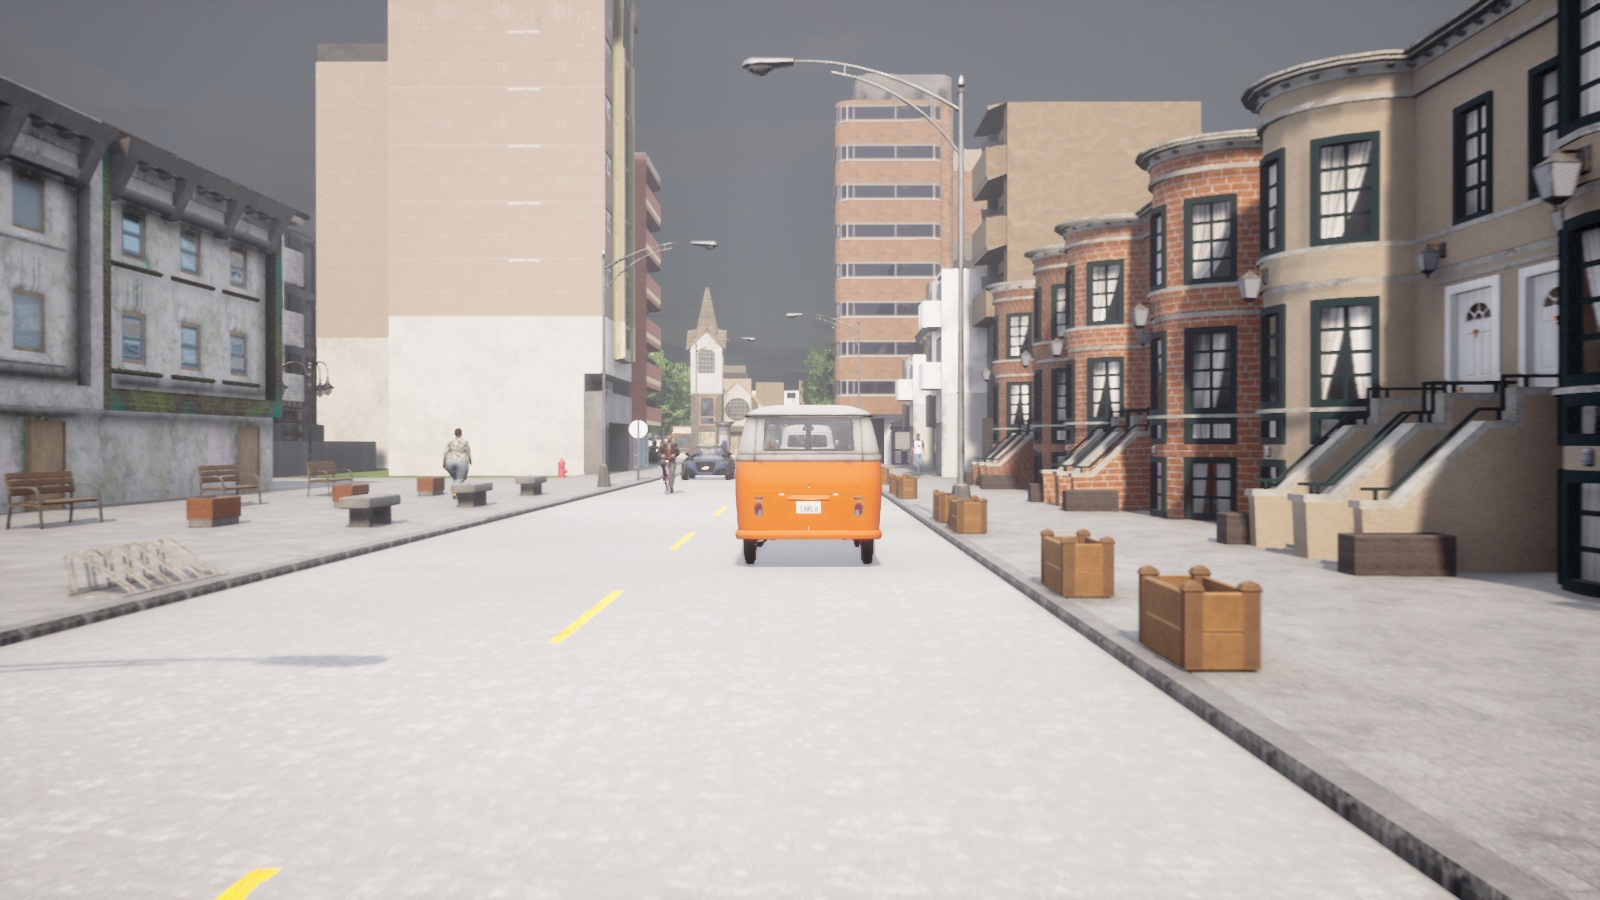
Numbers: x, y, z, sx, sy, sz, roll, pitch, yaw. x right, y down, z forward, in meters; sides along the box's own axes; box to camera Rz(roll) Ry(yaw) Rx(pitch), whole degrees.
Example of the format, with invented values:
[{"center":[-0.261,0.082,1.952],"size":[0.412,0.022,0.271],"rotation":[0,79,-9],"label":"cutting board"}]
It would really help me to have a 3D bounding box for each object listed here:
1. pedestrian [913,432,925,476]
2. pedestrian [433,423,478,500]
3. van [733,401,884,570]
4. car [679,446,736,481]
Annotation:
[{"center":[4.936,0.165,52.146],"size":[0.354,1.836,0.706],"rotation":[0,0,-7],"label":"pedestrian"},{"center":[-8.466,0.275,30.925],"size":[0.874,1.855,0.900],"rotation":[0,0,-1],"label":"pedestrian"},{"center":[0.113,0.404,16.939],"size":[1.775,1.987,4.442],"rotation":[0,0,0],"label":"van"},{"center":[-3.725,0.519,51.246],"size":[1.994,1.385,4.181],"rotation":[0,0,0],"label":"car"}]
